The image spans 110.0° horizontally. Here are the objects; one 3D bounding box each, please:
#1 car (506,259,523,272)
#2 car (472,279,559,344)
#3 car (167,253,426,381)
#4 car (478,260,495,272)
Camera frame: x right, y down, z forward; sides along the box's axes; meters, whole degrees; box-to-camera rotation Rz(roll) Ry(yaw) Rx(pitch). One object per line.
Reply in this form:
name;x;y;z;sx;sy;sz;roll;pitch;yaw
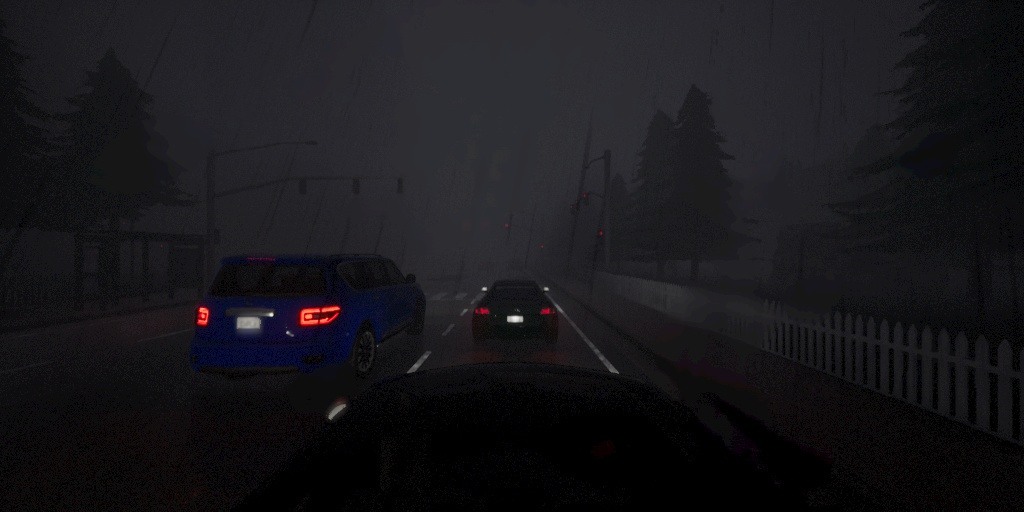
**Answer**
car;0.284;1.097;45.464;2.097;1.767;4.553;0;0;0
car;0.090;1.313;9.635;1.994;1.385;4.181;0;0;1
car;-3.403;0.972;7.356;2.150;2.045;5.566;0;0;0
car;-3.219;1.239;45.337;2.128;1.511;4.902;0;0;0
